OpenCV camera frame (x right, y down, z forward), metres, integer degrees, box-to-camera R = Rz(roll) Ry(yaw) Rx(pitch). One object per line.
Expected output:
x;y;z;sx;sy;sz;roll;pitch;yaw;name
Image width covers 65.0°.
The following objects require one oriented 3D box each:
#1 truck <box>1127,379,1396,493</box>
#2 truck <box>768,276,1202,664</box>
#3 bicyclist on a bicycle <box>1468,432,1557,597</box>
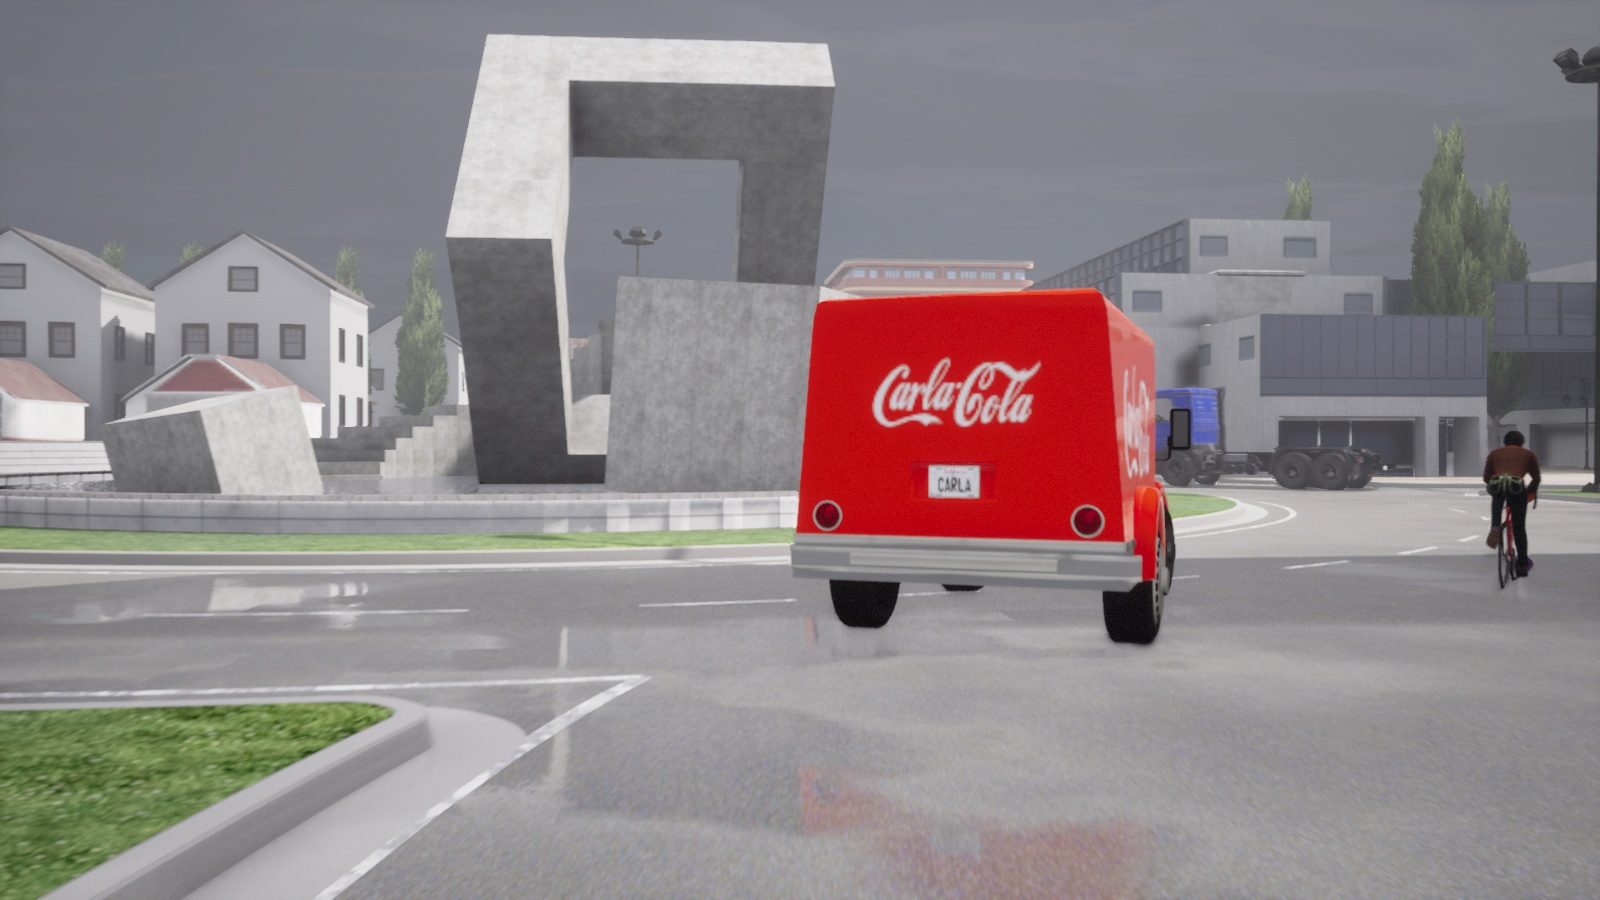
15.256;-0.453;41.941;7.936;3.462;2.891;0;1;40;truck
1.945;0.178;10.881;2.627;2.467;5.204;0;-1;21;truck
7.525;0.634;13.233;0.582;1.620;1.656;1;1;37;bicyclist on a bicycle
